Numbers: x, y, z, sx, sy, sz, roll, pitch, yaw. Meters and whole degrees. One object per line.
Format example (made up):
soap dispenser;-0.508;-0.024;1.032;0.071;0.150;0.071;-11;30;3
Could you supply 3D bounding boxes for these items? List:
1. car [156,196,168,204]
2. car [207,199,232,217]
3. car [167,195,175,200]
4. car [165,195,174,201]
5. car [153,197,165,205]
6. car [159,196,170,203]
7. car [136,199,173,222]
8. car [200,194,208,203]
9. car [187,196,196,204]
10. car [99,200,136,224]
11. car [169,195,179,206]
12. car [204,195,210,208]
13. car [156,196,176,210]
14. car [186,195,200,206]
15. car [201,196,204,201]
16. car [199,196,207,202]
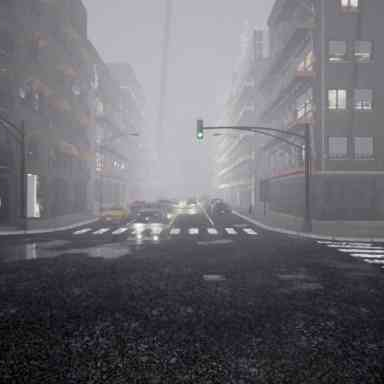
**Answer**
car;-5.761;1.571;64.030;2.008;1.369;4.403;1;0;0
car;2.660;1.552;30.885;1.887;1.381;4.507;1;0;0
car;-5.793;1.586;91.647;2.008;1.369;4.403;1;0;0
car;-5.786;1.557;85.953;1.752;1.417;4.829;1;0;0
car;-5.754;1.543;58.337;1.752;1.417;4.829;1;0;0
car;-5.767;1.568;69.554;1.887;1.381;4.507;1;0;0
car;-3.101;1.554;26.887;2.033;1.411;5.357;0;0;4
car;2.616;1.338;69.550;2.192;1.841;5.009;1;0;0
car;-0.081;1.547;67.148;1.812;1.442;4.674;0;0;0
car;-5.713;1.531;25.196;1.752;1.417;4.829;1;0;0
car;-3.132;1.564;54.927;2.033;1.411;5.357;0;0;0
car;2.654;1.449;36.409;1.967;1.590;4.097;1;0;0
car;-3.137;1.535;36.995;1.812;1.442;4.674;0;0;0
car;-0.067;1.564;56.726;2.033;1.411;5.357;0;0;0
car;2.640;1.595;47.456;1.802;1.307;4.206;1;0;0
car;2.601;1.595;80.596;1.947;1.339;4.313;1;0;0
